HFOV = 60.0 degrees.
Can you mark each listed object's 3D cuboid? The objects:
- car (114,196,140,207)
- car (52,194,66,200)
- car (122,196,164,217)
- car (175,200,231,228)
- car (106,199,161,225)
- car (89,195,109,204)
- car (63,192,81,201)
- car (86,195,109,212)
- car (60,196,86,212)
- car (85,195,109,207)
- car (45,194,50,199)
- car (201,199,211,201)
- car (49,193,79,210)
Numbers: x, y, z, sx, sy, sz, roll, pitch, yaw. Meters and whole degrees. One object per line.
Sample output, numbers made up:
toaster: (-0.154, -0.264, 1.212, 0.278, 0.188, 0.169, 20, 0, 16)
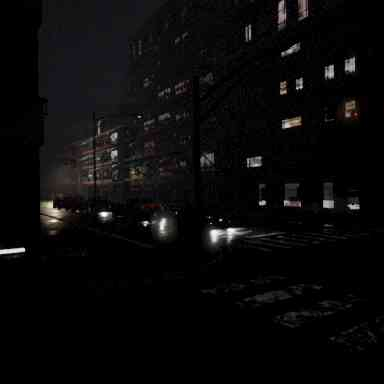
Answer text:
car: (-9.025, 1.266, 45.964, 1.752, 1.417, 4.829, -1, 1, -35)
car: (-31.479, 1.124, 78.592, 2.008, 1.369, 4.403, -1, 1, -35)
car: (-4.277, 1.257, 28.848, 2.097, 1.767, 4.553, -1, 1, -35)
car: (0.618, 1.507, 21.743, 1.994, 1.385, 4.181, -1, 1, -34)
car: (-4.373, 1.509, 24.201, 1.887, 1.381, 4.507, -1, 1, -35)
car: (-15.468, 1.216, 55.326, 1.752, 1.417, 4.829, -1, 1, -35)
car: (-25.038, 0.935, 69.227, 2.192, 1.841, 5.009, -1, 1, -35)
car: (-9.873, 1.425, 36.994, 1.994, 1.385, 4.181, -1, 1, -35)
car: (-12.607, 1.448, 36.392, 2.008, 1.369, 4.403, -1, 1, -35)
car: (-13.821, 1.266, 48.271, 1.837, 1.490, 4.892, -1, 1, -34)
car: (-34.797, 1.075, 83.413, 1.752, 1.417, 4.829, -1, 1, -35)
car: (0.820, 1.359, 31.844, 1.887, 1.381, 4.507, -1, 1, -35)
car: (-15.829, 1.312, 41.072, 1.967, 1.590, 4.097, -1, 1, -35)
